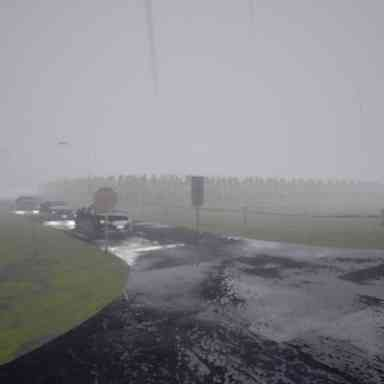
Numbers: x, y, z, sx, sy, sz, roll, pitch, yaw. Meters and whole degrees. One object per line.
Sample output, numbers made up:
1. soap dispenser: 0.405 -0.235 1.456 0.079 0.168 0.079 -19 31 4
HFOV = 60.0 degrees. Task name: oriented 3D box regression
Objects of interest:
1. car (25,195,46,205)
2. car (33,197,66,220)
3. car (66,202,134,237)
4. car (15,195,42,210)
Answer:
1. car: -23.191 1.134 49.180 2.033 1.411 5.357 0 1 -35
2. car: -10.677 1.344 26.111 2.033 1.411 5.357 0 1 -35
3. car: -4.759 1.368 17.642 2.128 1.511 4.902 0 1 -35
4. car: -18.794 1.165 37.763 1.882 1.535 5.008 0 0 -35
